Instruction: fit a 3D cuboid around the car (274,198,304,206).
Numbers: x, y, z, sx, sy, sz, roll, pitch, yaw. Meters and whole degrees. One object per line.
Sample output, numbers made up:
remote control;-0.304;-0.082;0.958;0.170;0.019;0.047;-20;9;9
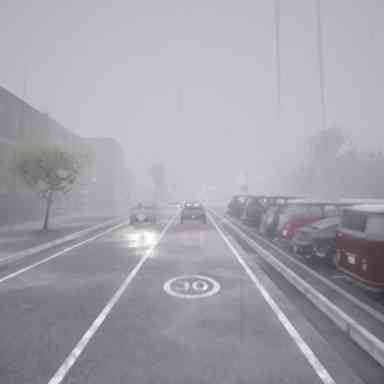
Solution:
car;18.687;1.912;64.230;5.008;1.535;2.097;0;-1;0

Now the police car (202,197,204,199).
police car;0.085;1.726;43.133;2.038;1.542;4.974;0;-1;0

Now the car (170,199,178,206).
car;-3.284;2.038;66.098;1.994;1.385;4.181;0;-1;0

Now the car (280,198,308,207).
car;18.678;1.918;61.081;4.674;1.452;2.002;0;-1;0

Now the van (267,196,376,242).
van;5.476;1.259;13.023;4.442;1.987;1.878;0;0;0

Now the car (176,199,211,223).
car;0.092;1.537;25.663;2.128;1.511;4.902;0;0;0

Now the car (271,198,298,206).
car;18.677;1.949;67.503;4.892;1.521;2.231;0;-1;0

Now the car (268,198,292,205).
car;18.681;2.024;70.778;4.674;1.452;2.002;0;-1;0

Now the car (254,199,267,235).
car;5.558;1.363;15.827;4.553;1.767;2.185;0;0;0

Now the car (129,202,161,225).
car;-3.357;1.532;24.492;2.128;1.511;4.902;0;0;0

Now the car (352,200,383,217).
car;18.663;1.572;32.597;5.008;1.535;2.097;0;-1;0

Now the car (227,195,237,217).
car;5.616;1.280;27.038;5.566;2.045;2.435;0;0;0

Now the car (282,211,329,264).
car;5.590;1.482;10.219;4.892;1.521;2.231;0;0;0

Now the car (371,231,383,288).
car;5.599;1.473;4.613;5.008;1.535;2.097;0;0;0

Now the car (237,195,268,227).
car;5.616;1.244;18.628;5.566;2.045;2.435;0;0;0

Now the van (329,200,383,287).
van;5.716;1.251;7.417;4.442;1.987;1.878;0;0;0
